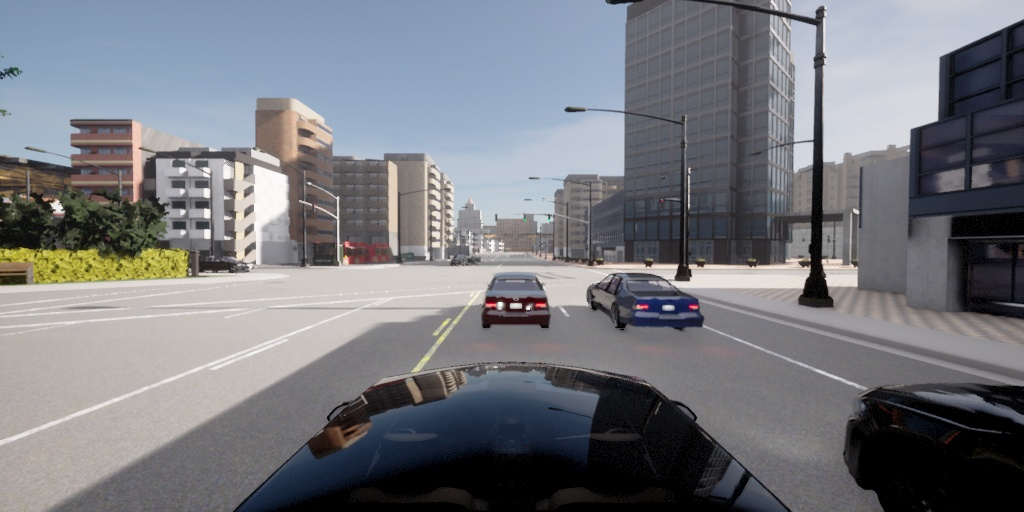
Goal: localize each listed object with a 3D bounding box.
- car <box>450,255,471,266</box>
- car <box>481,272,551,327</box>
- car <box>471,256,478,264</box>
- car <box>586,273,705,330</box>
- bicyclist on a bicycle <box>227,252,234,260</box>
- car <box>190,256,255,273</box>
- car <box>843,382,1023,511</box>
[{"bbox_3d":[-7.058,0.585,48.035,1.837,1.490,4.892,0,0,0],"label":"car"},{"bbox_3d":[0.099,1.191,10.989,2.033,1.411,5.357,0,1,0],"label":"car"},{"bbox_3d":[-7.045,0.608,58.121,1.895,1.301,4.718,0,0,0],"label":"car"},{"bbox_3d":[3.616,1.204,10.796,2.033,1.411,5.357,0,1,0],"label":"car"},{"bbox_3d":[-30.766,0.391,39.046,0.582,1.620,1.656,0,1,0],"label":"bicyclist on a bicycle"},{"bbox_3d":[-25.418,0.734,31.531,4.902,1.511,2.128,0,1,1],"label":"car"},{"bbox_3d":[3.604,1.254,0.880,2.128,1.511,4.902,0,0,0],"label":"car"}]
